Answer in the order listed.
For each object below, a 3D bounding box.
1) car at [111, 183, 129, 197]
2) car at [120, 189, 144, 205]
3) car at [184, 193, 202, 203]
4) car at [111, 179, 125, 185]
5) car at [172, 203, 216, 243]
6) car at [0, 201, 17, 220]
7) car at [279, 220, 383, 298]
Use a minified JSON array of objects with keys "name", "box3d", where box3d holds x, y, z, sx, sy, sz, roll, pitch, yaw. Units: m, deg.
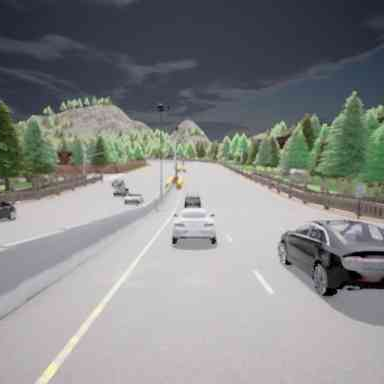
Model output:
[{"name":"car","box3d":[-10.583,-0.101,50.119,1.994,1.385,4.181,0,6,0]},{"name":"car","box3d":[-7.106,0.778,40.870,1.895,1.301,4.718,0,4,0]},{"name":"car","box3d":[0.077,0.872,37.861,2.128,1.511,4.902,0,4,0]},{"name":"car","box3d":[-14.023,-1.729,63.150,2.128,1.511,4.902,0,7,1]},{"name":"car","box3d":[0.091,1.434,15.322,1.812,1.442,4.674,0,0,0]},{"name":"car","box3d":[-14.105,1.368,23.129,1.837,1.490,4.892,0,0,0]},{"name":"car","box3d":[3.595,1.442,8.384,2.128,1.511,4.902,0,0,0]}]
